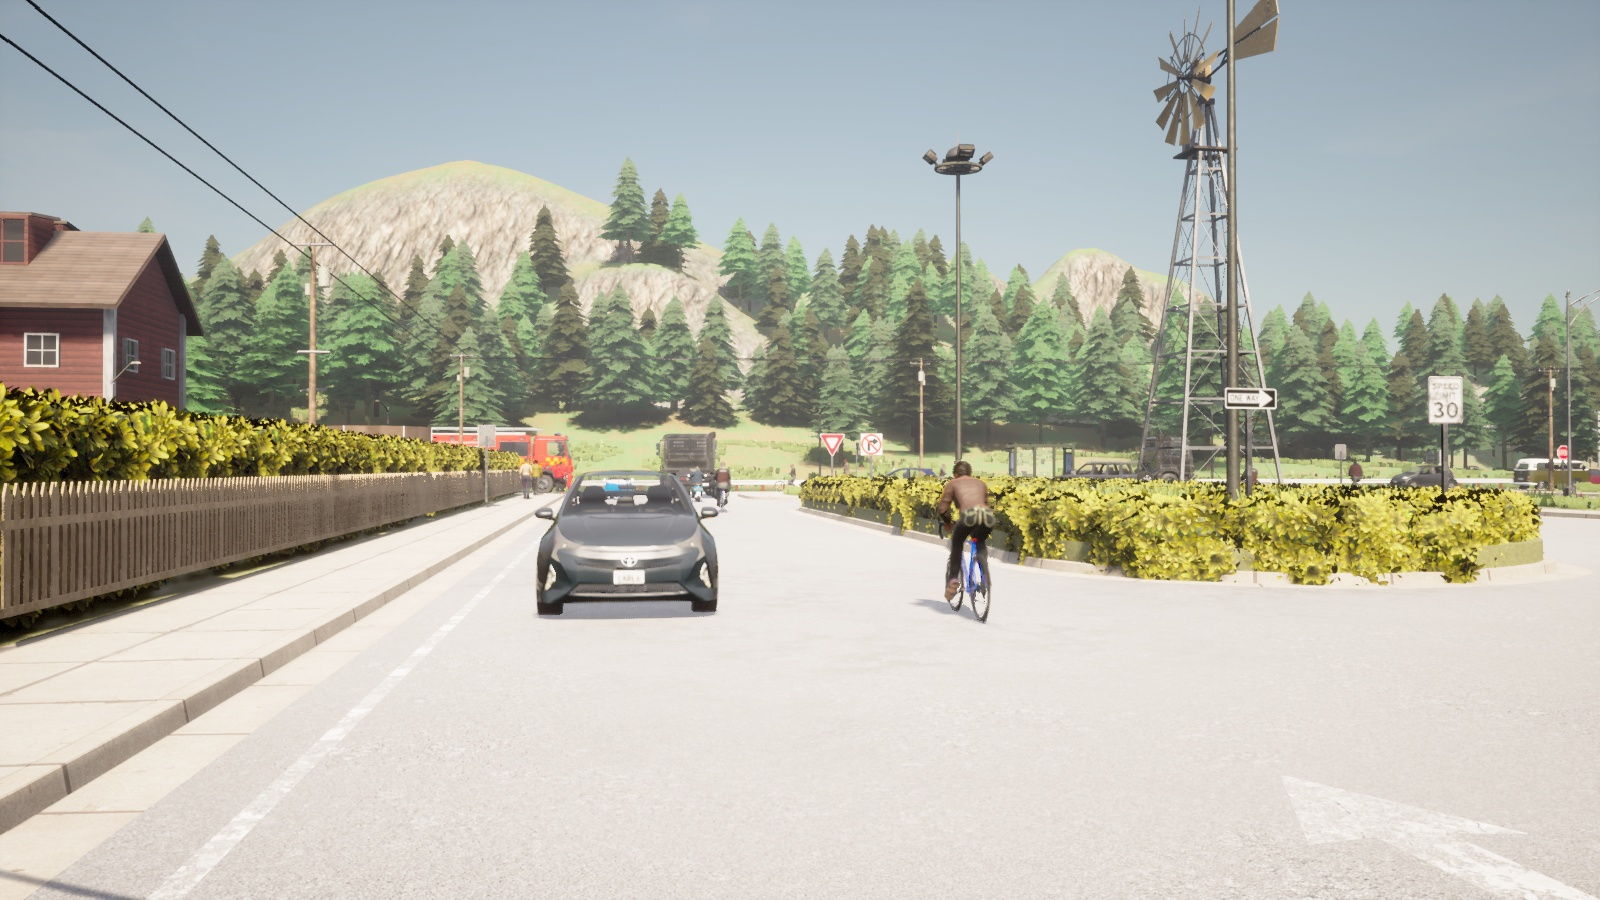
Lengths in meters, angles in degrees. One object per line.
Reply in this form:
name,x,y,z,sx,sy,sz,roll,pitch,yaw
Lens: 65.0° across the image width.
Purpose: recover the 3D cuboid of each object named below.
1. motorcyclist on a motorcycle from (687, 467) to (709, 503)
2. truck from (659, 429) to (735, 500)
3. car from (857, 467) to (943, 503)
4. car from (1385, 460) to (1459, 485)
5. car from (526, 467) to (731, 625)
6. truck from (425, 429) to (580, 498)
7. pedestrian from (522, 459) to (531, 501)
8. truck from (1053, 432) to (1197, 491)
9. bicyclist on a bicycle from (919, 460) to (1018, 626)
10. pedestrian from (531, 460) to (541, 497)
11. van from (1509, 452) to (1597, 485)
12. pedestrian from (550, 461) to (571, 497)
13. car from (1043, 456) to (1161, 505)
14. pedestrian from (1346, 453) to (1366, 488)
motorcyclist on a motorcycle,-4.569,1.559,56.065,0.866,1.590,1.817,0,-1,-8
truck,-5.481,0.758,65.465,2.891,3.462,7.936,0,-1,-13
car,4.358,1.518,54.319,3.633,1.501,1.845,-1,-1,7
car,40.963,1.462,82.697,3.988,1.617,1.851,0,-1,-8
car,-2.016,0.976,14.687,2.007,1.525,4.514,0,-1,-8
truck,-16.949,0.758,71.736,8.468,3.827,2.891,0,-1,-14
pedestrian,-12.029,1.315,55.243,0.345,1.836,0.594,0,-1,-10
truck,19.659,0.681,76.158,7.936,3.462,2.891,0,-1,-8
bicyclist on a bicycle,1.739,0.929,13.193,0.582,1.620,1.656,0,-1,-8
pedestrian,-13.106,1.418,62.255,0.431,1.840,0.709,0,-1,-9
van,48.073,1.192,80.181,4.480,2.038,2.069,0,-1,-8
pedestrian,-12.635,1.516,66.180,0.899,1.844,0.634,0,-1,-42
car,12.093,1.203,50.585,1.932,1.855,4.605,0,-1,-30
pedestrian,29.458,1.104,66.587,0.634,1.844,0.899,0,-1,-1
